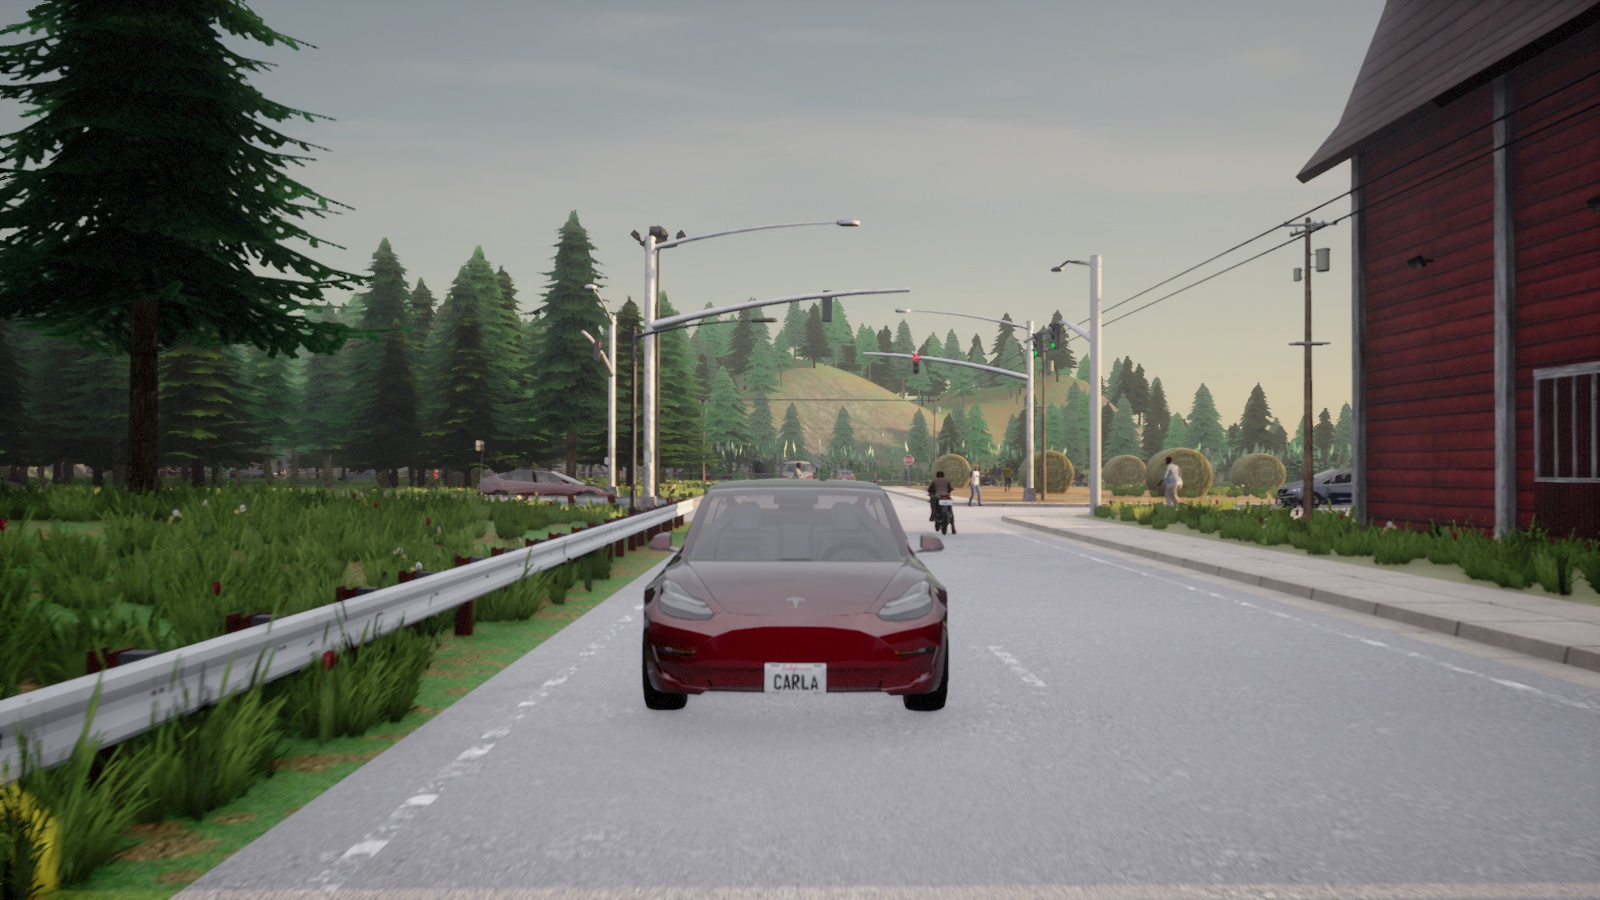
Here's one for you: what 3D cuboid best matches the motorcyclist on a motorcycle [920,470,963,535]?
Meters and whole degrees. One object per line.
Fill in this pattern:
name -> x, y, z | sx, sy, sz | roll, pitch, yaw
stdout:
motorcyclist on a motorcycle -> 3.426, 1.241, 30.575 | 0.797, 1.523, 2.044 | 0, -1, 0

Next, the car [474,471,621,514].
car -> -8.907, 1.492, 44.620 | 4.792, 1.488, 2.163 | 0, -1, -1

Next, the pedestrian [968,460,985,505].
pedestrian -> 7.225, 1.324, 51.411 | 0.354, 1.836, 0.706 | 0, -1, -26

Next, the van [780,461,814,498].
van -> -0.168, 1.606, 69.098 | 1.775, 1.987, 4.442 | 0, -1, 0

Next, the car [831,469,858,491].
car -> 3.275, 2.176, 92.751 | 1.789, 1.549, 3.705 | 0, -1, 0

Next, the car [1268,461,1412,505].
car -> 20.882, 1.276, 48.737 | 4.611, 1.667, 2.242 | 0, -1, -1

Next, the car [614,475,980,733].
car -> -0.024, 0.960, 9.838 | 2.163, 1.488, 4.792 | 0, -1, 0

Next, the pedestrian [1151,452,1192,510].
pedestrian -> 11.988, 1.000, 40.538 | 0.874, 1.855, 0.900 | 0, -1, -34

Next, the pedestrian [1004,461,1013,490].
pedestrian -> 13.020, 1.577, 78.500 | 0.370, 1.835, 0.726 | -1, -1, 22
